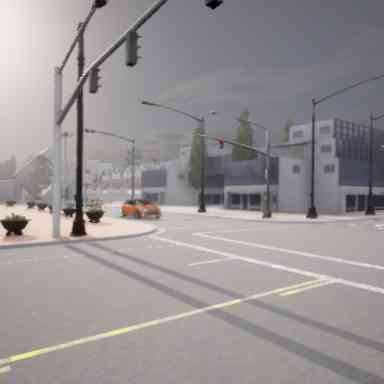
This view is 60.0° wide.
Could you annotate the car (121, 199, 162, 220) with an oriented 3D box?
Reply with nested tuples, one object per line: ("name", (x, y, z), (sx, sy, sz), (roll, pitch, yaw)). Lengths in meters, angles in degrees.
("car", (-4.425, 1.379, 28.751), (2.097, 1.767, 4.553), (1, 0, -35))

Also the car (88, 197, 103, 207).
("car", (-15.087, 1.538, 51.760), (1.882, 1.535, 5.008), (1, 0, -22))
